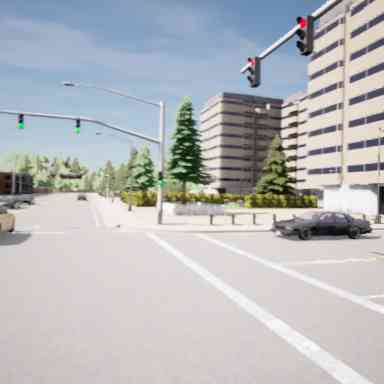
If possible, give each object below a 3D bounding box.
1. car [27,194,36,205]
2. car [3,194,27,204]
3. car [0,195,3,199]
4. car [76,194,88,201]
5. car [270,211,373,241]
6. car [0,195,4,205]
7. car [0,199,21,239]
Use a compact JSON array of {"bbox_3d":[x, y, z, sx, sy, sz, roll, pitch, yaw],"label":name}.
[{"bbox_3d":[-22.841,1.035,45.872,2.033,1.411,5.357,1,0,-17],"label":"car"},{"bbox_3d":[-19.815,1.044,35.957,2.128,1.511,4.902,1,0,-17],"label":"car"},{"bbox_3d":[-16.791,1.123,26.202,1.837,1.490,4.892,1,0,-17],"label":"car"},{"bbox_3d":[-21.279,1.061,64.333,1.812,1.442,4.674,1,0,-17],"label":"car"},{"bbox_3d":[6.903,1.722,17.627,5.357,1.411,2.033,1,0,-18],"label":"car"},{"bbox_3d":[-25.197,1.030,41.614,1.895,1.301,4.718,1,0,-17],"label":"car"},{"bbox_3d":[-9.333,1.266,14.930,1.882,1.535,5.008,1,0,-18],"label":"car"}]
